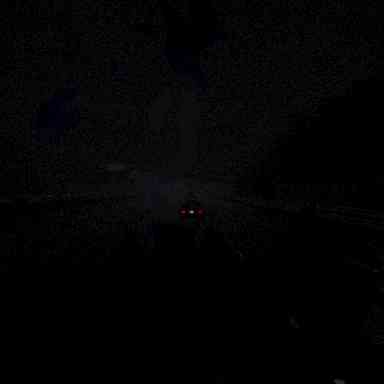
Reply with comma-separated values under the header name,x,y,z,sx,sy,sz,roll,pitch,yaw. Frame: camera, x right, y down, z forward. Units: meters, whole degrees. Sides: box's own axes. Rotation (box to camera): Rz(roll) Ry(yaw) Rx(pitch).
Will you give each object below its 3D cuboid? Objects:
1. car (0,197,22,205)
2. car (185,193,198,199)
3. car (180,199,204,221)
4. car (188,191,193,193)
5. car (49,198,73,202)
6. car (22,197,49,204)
name,x,y,z,sx,sy,sz,roll,pitch,yaw
car,-24.562,1.455,45.920,2.033,1.411,5.357,0,0,1
car,-0.025,1.365,55.403,1.837,1.490,4.892,0,0,0
car,-0.012,1.534,27.364,2.033,1.411,5.357,0,0,0
car,-0.036,1.167,77.475,2.128,1.511,4.902,0,1,0
car,-17.572,1.471,46.077,1.994,1.385,4.181,0,0,1
car,-21.070,1.434,45.919,1.812,1.442,4.674,0,0,1
